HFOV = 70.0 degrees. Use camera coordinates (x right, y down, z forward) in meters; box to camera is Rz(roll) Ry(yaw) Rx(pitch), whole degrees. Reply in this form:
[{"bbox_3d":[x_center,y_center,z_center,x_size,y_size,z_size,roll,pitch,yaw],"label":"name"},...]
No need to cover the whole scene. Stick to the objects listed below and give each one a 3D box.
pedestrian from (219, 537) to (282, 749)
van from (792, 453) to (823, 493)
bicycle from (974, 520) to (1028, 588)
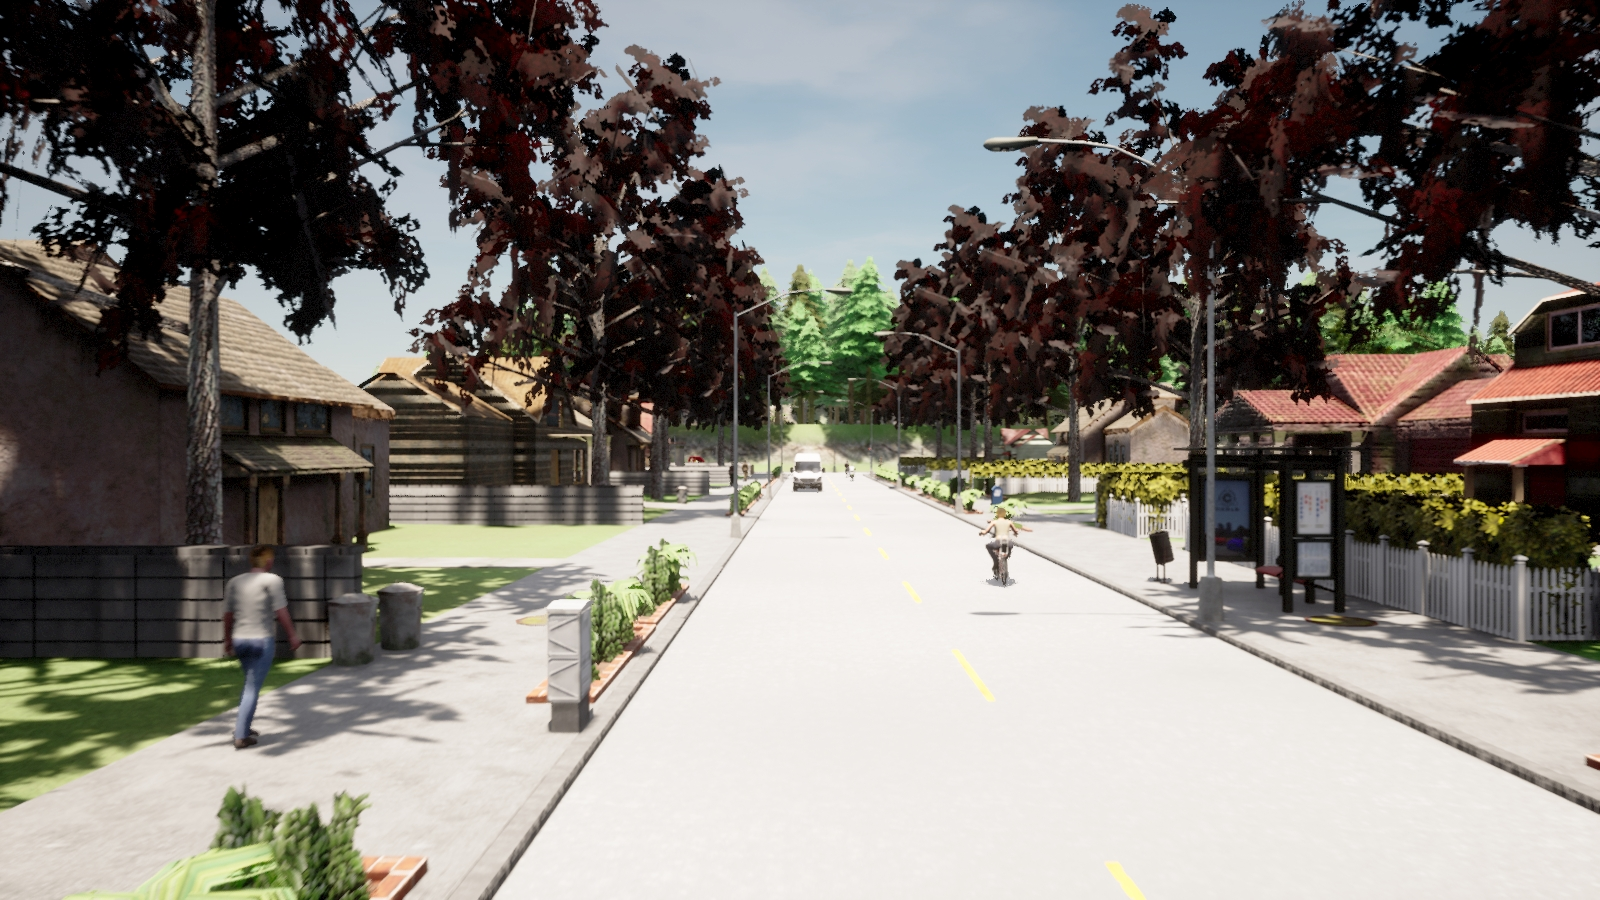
[{"bbox_3d":[-5.013,1.741,10.436,0.375,1.860,0.375,0,0,9],"label":"pedestrian"},{"bbox_3d":[0.520,1.522,76.903,1.988,2.561,5.915,0,0,0],"label":"van"},{"bbox_3d":[4.189,2.154,23.897,0.859,1.276,1.487,0,0,0],"label":"bicycle"}]
